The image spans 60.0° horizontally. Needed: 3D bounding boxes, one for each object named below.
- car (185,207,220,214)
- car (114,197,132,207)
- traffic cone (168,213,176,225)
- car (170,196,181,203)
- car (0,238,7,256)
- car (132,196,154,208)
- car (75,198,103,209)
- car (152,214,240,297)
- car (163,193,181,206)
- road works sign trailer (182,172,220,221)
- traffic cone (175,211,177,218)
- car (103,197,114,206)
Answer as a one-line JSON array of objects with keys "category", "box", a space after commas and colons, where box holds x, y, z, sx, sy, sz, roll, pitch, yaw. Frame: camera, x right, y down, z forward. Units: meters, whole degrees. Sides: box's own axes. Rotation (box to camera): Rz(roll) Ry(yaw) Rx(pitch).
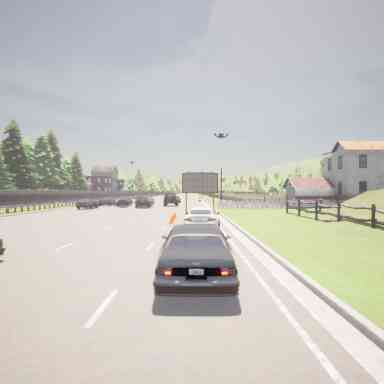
[{"category": "car", "box": [0.569, 1.538, 18.426, 1.812, 1.442, 4.674, 0, -1, 5]}, {"category": "car", "box": [-10.342, 1.526, 51.577, 1.812, 1.442, 4.674, 0, 0, 0]}, {"category": "traffic cone", "box": [-1.461, 1.955, 23.116, 0.340, 0.580, 0.340, 0, 0, 0]}, {"category": "car", "box": [-3.322, 1.564, 68.511, 1.994, 1.385, 4.181, 0, 0, 0]}, {"category": "car", "box": [-6.891, 1.547, 8.225, 2.033, 1.411, 5.357, 0, 0, 0]}, {"category": "car", "box": [-6.849, 1.355, 48.343, 2.097, 1.767, 4.553, 0, 0, 1]}, {"category": "car", "box": [-13.830, 1.547, 44.163, 2.033, 1.411, 5.357, 0, 0, -1]}, {"category": "car", "box": [0.107, 1.547, 8.760, 2.033, 1.411, 5.357, 0, 0, 1]}, {"category": "car", "box": [-3.339, 1.221, 53.296, 2.150, 2.045, 5.566, 0, 0, 0]}, {"category": "road works sign trailer", "box": [0.512, 0.464, 22.040, 2.380, 3.560, 2.880, 0, 0, -4]}, {"category": "traffic cone", "box": [-1.459, 1.955, 25.116, 0.340, 0.580, 0.340, 0, 0, 0]}, {"category": "car", "box": [-13.837, 1.564, 54.377, 1.994, 1.385, 4.181, 0, 0, 0]}]
